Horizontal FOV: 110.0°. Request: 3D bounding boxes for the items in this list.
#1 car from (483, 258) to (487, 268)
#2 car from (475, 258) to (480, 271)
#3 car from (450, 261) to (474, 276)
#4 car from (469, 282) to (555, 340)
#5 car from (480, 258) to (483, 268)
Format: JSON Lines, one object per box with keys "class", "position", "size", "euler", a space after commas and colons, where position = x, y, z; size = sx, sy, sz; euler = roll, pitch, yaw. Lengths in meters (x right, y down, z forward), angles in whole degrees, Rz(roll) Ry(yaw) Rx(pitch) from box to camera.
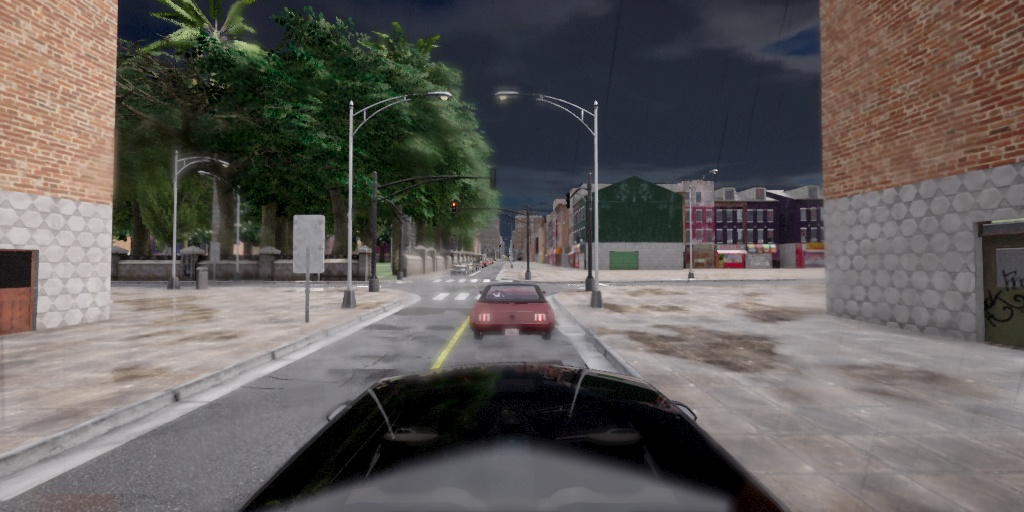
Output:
{"class": "car", "position": [-5.721, 1.420, 61.895], "size": [1.802, 1.307, 4.207], "euler": [0, 0, 0]}
{"class": "car", "position": [-5.581, 1.347, 45.546], "size": [2.007, 1.370, 4.403], "euler": [0, 0, 0]}
{"class": "car", "position": [-5.546, 1.334, 38.411], "size": [2.007, 1.370, 4.403], "euler": [0, 0, 0]}
{"class": "car", "position": [0.025, 1.355, 9.940], "size": [1.895, 1.301, 4.718], "euler": [0, 0, 0]}
{"class": "car", "position": [-5.627, 1.373, 50.996], "size": [1.948, 1.339, 4.313], "euler": [0, 0, 0]}
